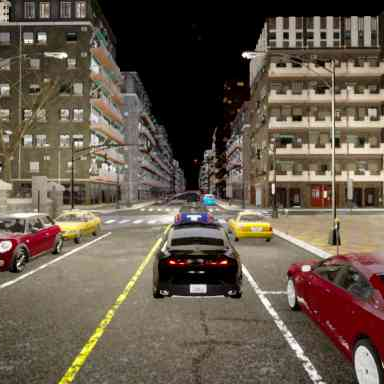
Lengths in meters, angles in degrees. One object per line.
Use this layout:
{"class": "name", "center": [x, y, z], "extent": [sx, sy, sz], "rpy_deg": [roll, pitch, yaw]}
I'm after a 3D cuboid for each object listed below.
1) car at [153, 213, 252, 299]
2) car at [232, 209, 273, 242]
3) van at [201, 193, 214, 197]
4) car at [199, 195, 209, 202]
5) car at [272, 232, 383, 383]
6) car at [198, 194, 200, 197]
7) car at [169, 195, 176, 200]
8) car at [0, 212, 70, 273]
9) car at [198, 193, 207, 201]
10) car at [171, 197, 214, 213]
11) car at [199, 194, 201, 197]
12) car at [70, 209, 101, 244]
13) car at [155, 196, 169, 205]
{"class": "car", "center": [0.109, 1.506, 8.458], "extent": [1.837, 1.490, 4.892], "rpy_deg": [0, 0, 0]}
{"class": "car", "center": [2.712, 1.527, 16.239], "extent": [1.752, 1.417, 4.829], "rpy_deg": [1, 0, 0]}
{"class": "van", "center": [2.744, 1.321, 54.061], "extent": [1.690, 1.788, 3.998], "rpy_deg": [1, 0, 0]}
{"class": "car", "center": [2.759, 1.503, 76.746], "extent": [2.008, 1.369, 4.403], "rpy_deg": [1, 0, 0]}
{"class": "car", "center": [2.703, 1.546, 4.835], "extent": [1.887, 1.381, 4.507], "rpy_deg": [1, 0, 0]}
{"class": "car", "center": [2.750, 1.534, 65.404], "extent": [1.947, 1.339, 4.313], "rpy_deg": [1, 0, 0]}
{"class": "car", "center": [-5.613, 1.516, 88.152], "extent": [1.802, 1.307, 4.206], "rpy_deg": [1, 0, 0]}
{"class": "car", "center": [-5.672, 1.442, 10.478], "extent": [1.967, 1.590, 4.097], "rpy_deg": [1, 0, 0]}
{"class": "car", "center": [2.771, 1.249, 88.088], "extent": [2.192, 1.841, 5.009], "rpy_deg": [1, 0, 0]}
{"class": "car", "center": [0.134, 1.354, 18.718], "extent": [2.097, 1.767, 4.553], "rpy_deg": [0, 0, 1]}
{"class": "car", "center": [2.745, 1.519, 59.734], "extent": [1.887, 1.381, 4.507], "rpy_deg": [1, 0, 0]}
{"class": "car", "center": [-5.669, 1.527, 15.923], "extent": [1.752, 1.417, 4.829], "rpy_deg": [1, 0, 0]}
{"class": "car", "center": [-5.635, 1.556, 59.796], "extent": [1.802, 1.307, 4.206], "rpy_deg": [1, 0, 0]}
